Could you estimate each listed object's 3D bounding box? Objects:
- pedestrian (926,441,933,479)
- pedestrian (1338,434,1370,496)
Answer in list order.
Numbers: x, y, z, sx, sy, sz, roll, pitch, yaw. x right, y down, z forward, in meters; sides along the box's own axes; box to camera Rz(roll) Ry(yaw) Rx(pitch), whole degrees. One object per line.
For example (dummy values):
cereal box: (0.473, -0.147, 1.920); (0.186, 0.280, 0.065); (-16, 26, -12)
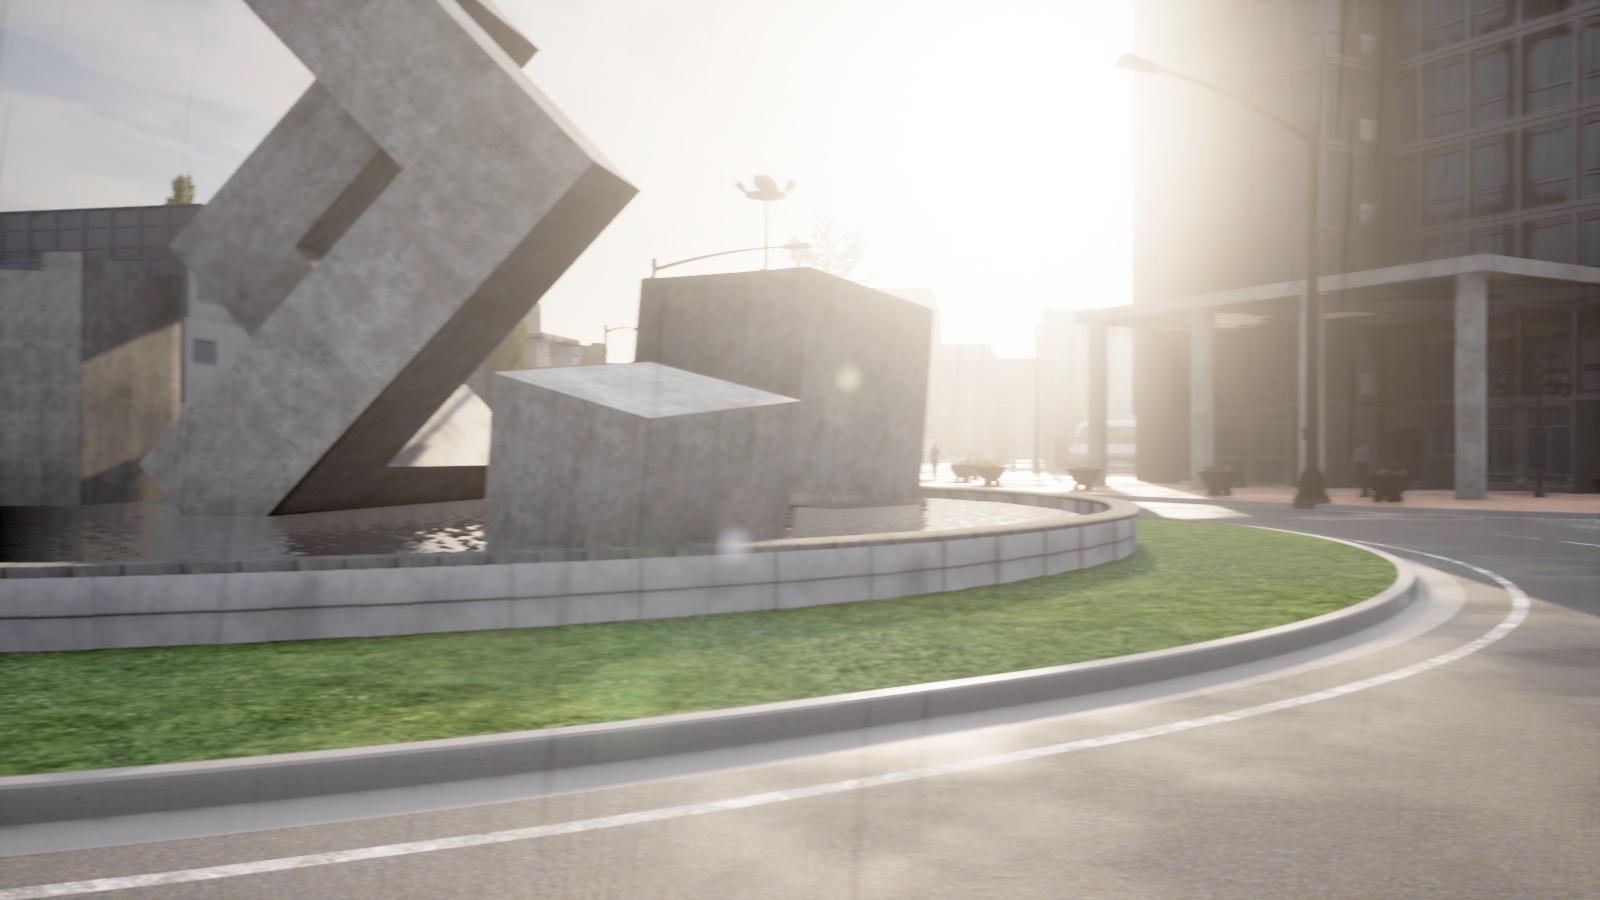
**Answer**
pedestrian: (6.334, 0.483, 61.366); (0.328, 1.805, 0.869); (0, 0, 8)
pedestrian: (16.709, 0.435, 37.860); (0.540, 1.848, 0.694); (0, 0, -22)
